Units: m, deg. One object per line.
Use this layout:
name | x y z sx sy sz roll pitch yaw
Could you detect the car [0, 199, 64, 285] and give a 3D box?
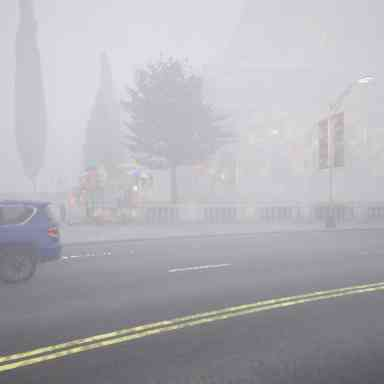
car | -6.098 1.221 8.080 5.566 2.045 2.150 0 0 -34
